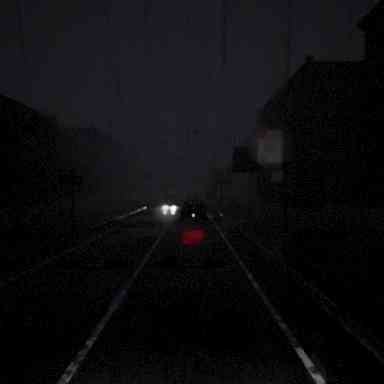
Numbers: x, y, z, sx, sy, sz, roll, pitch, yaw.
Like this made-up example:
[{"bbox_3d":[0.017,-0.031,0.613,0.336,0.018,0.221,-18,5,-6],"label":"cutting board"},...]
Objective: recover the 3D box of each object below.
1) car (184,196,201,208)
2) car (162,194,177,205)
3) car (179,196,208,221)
[{"bbox_3d":[0.093,1.211,41.463,1.994,1.385,4.181,0,1,0],"label":"car"},{"bbox_3d":[-3.093,1.074,47.194,2.128,1.511,4.902,0,1,0],"label":"car"},{"bbox_3d":[0.094,1.310,24.762,1.837,1.490,4.892,0,0,0],"label":"car"}]
